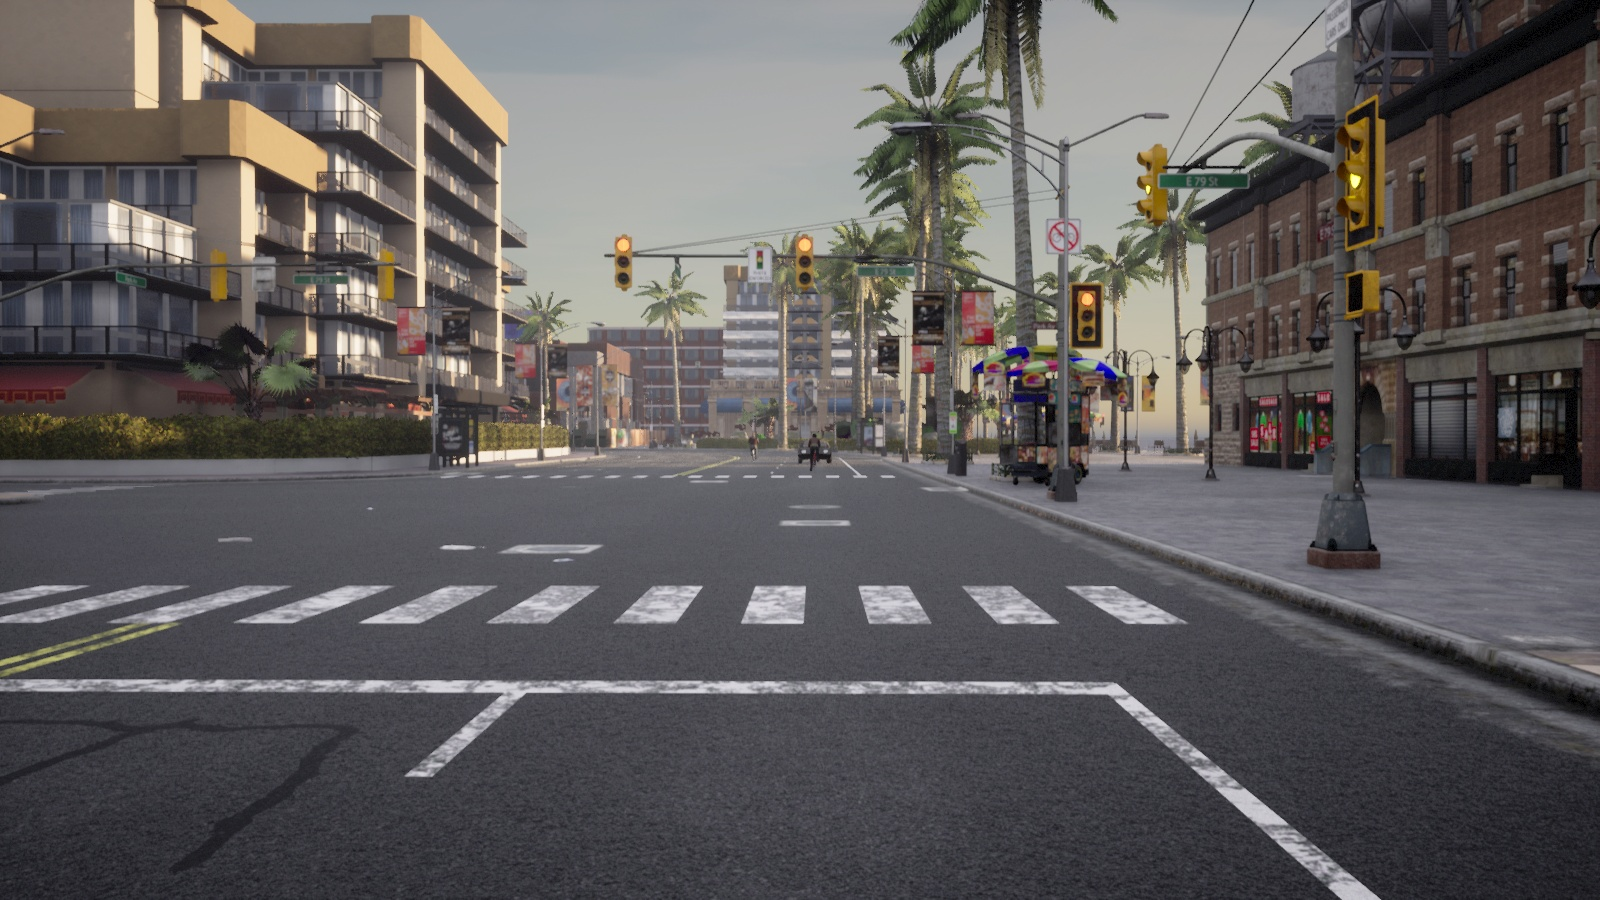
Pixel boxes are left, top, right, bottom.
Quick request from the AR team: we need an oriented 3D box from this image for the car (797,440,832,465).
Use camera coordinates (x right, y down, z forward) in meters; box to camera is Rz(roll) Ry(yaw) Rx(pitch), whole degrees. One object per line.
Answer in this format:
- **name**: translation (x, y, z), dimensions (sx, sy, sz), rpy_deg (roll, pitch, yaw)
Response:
- **car**: translation (0.811, 0.122, 70.182), dimensions (1.895, 1.301, 4.718), rpy_deg (0, 1, 0)
